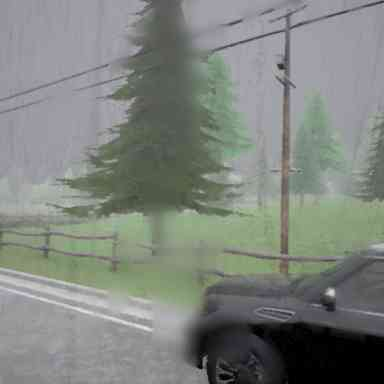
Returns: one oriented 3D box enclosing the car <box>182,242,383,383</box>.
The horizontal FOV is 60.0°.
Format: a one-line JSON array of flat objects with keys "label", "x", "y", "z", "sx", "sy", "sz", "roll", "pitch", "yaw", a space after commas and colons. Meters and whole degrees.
[{"label": "car", "x": 2.588, "y": 1.553, "z": 3.657, "sx": 5.566, "sy": 2.045, "sz": 2.150, "roll": 0, "pitch": -4, "yaw": 33}]
